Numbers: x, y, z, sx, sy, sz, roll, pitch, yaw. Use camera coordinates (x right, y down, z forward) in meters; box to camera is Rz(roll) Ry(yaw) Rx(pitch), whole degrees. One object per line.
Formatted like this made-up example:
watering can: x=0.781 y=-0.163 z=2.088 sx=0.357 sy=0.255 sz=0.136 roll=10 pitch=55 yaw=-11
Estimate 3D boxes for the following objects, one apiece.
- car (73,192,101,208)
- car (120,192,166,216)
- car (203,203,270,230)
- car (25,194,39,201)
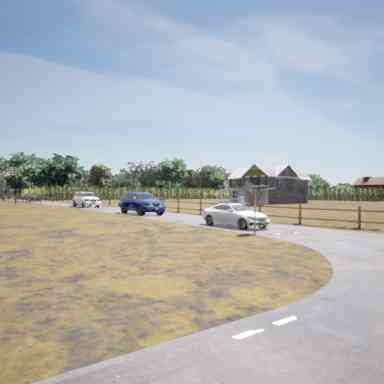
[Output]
car: x=-13.484 y=0.997 z=42.472 sx=2.150 sy=2.045 sz=5.566 roll=2 pitch=-1 yaw=-35
car: x=-4.560 y=1.032 z=30.046 sx=2.150 sy=2.045 sz=5.566 roll=2 pitch=0 yaw=-36
car: x=2.549 y=1.410 z=20.257 sx=1.812 sy=1.442 sz=4.674 roll=2 pitch=-1 yaw=-37
car: x=-40.173 y=1.530 z=84.298 sx=2.128 sy=1.511 sz=4.902 roll=2 pitch=-2 yaw=-36
